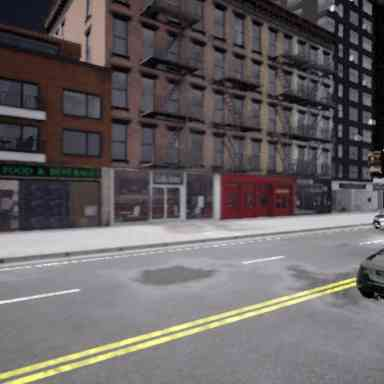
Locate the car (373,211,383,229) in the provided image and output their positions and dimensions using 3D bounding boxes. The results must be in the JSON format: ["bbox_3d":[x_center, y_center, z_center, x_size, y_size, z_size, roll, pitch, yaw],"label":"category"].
[{"bbox_3d":[13.502,1.637,21.296,4.902,1.511,2.128,0,0,-35],"label":"car"}]

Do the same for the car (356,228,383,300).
[{"bbox_3d":[5.514,1.619,7.376,4.181,1.385,1.994,0,0,-35],"label":"car"}]
